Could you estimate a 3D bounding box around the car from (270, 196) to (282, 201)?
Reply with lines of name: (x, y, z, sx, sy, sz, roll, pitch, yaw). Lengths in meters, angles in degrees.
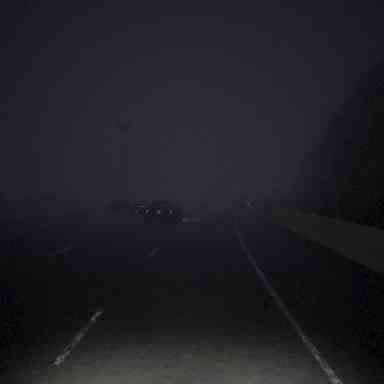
car: (22.567, 1.789, 89.208, 1.994, 1.385, 4.181, 1, 0, 30)

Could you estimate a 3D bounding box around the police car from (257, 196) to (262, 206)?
police car: (10.594, 1.648, 59.091, 1.930, 1.638, 5.238, 1, 0, 19)

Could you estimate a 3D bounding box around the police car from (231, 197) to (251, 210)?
police car: (6.469, 1.574, 45.040, 1.930, 1.638, 5.238, 1, 0, 14)

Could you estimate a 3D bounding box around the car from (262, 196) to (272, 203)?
car: (16.416, 1.664, 76.994, 2.128, 1.511, 4.902, 1, 0, 26)

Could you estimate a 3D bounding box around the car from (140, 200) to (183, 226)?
car: (-1.935, 1.360, 24.043, 2.097, 1.767, 4.553, 1, 0, 7)

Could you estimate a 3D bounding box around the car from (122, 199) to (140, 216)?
car: (-4.462, 1.478, 31.627, 2.128, 1.511, 4.902, 1, 0, 10)

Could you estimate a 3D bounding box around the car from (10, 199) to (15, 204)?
car: (-23.035, 1.254, 46.427, 2.128, 1.511, 4.902, 1, 0, 13)

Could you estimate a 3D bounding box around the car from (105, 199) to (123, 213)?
car: (-7.419, 1.430, 35.197, 1.882, 1.535, 5.008, 0, 0, 11)

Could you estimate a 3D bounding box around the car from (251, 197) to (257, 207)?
car: (8.938, 1.649, 53.938, 1.801, 1.575, 5.366, 1, 0, 17)
